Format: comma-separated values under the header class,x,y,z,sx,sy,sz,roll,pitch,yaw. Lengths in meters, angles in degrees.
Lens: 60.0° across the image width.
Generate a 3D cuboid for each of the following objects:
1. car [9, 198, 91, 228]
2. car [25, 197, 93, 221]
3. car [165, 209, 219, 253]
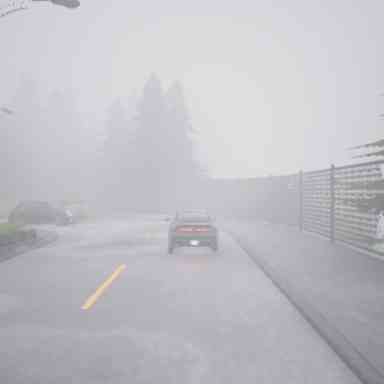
class,x,y,z,sx,sy,sz,roll,pitch,yaw
car,-9.409,1.322,21.768,4.553,1.767,2.097,0,0,8
car,-10.456,1.316,26.261,4.553,1.767,2.097,0,0,8
car,-0.055,1.483,13.623,1.837,1.490,4.892,0,-1,-3
